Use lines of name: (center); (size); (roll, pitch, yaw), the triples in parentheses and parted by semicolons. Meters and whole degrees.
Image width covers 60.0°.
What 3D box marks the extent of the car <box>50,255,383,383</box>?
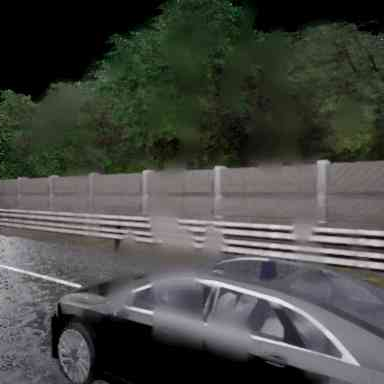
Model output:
car: (0.357, 1.497, 3.699); (4.902, 1.511, 2.128); (0, 0, 36)
